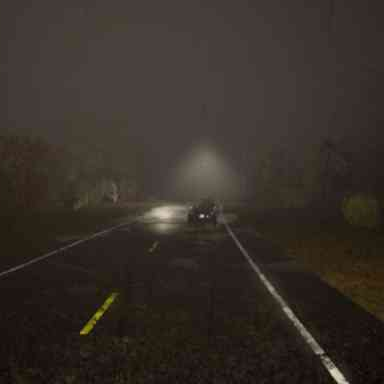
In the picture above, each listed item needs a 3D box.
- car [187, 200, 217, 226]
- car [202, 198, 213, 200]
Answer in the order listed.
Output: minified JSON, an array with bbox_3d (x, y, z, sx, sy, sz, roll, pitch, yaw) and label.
[{"bbox_3d":[0.737,1.517,23.295,1.994,1.385,4.181,0,0,3],"label":"car"},{"bbox_3d":[1.923,1.437,40.993,1.812,1.442,4.674,0,0,5],"label":"car"}]
